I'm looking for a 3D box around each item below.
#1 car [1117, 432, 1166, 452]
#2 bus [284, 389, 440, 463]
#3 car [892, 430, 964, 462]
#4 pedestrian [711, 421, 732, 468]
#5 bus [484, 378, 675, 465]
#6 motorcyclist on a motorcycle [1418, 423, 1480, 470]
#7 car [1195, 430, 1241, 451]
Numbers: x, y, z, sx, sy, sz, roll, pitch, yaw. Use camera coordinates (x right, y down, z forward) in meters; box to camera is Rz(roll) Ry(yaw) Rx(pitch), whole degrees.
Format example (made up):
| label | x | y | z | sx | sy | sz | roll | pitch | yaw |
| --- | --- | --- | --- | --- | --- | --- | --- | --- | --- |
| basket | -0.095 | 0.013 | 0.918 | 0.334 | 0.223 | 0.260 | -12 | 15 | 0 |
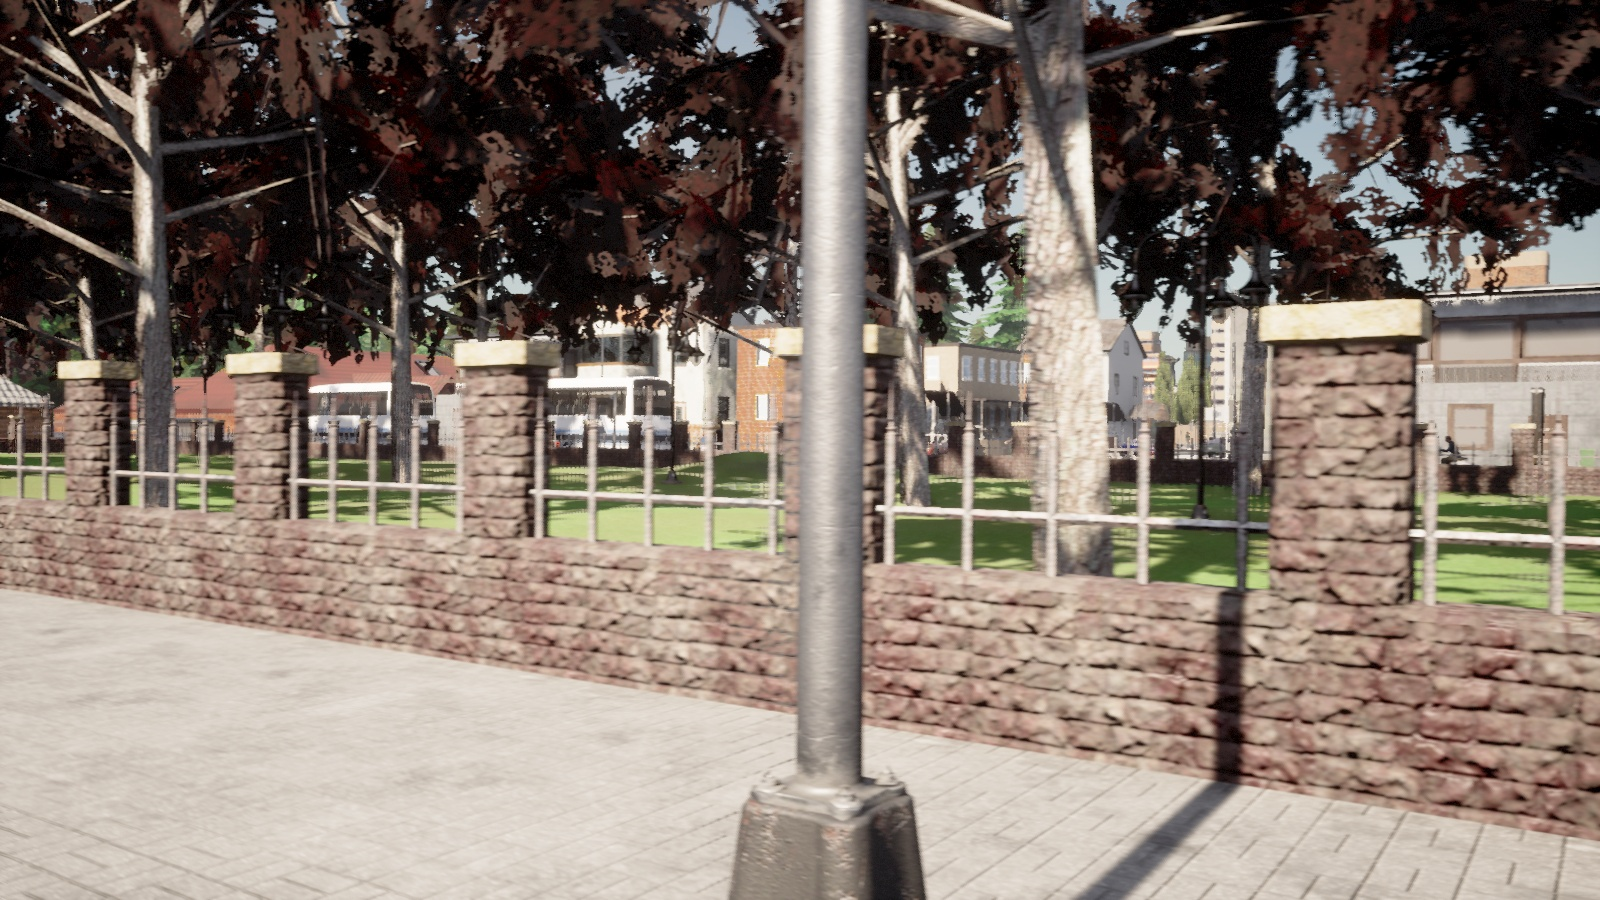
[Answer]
| label | x | y | z | sx | sy | sz | roll | pitch | yaw |
| --- | --- | --- | --- | --- | --- | --- | --- | --- | --- |
| car | 23.660 | -0.573 | 86.866 | 1.895 | 1.301 | 4.718 | 0 | 1 | 34 |
| bus | -26.909 | -1.460 | 76.833 | 10.273 | 4.253 | 3.944 | 0 | 2 | 38 |
| car | 6.218 | -0.191 | 60.580 | 1.970 | 1.475 | 3.806 | 0 | 1 | 32 |
| pedestrian | -3.079 | -0.211 | 49.448 | 0.720 | 1.854 | 0.376 | 0 | 1 | 34 |
| bus | -11.752 | -1.452 | 66.365 | 10.273 | 4.253 | 3.944 | 0 | 1 | 37 |
| motorcyclist on a motorcycle | 22.531 | -0.115 | 43.605 | 1.817 | 1.590 | 0.866 | 0 | 1 | 34 |
| car | 29.429 | -0.680 | 88.321 | 1.994 | 1.385 | 4.181 | 0 | 1 | 35 |
